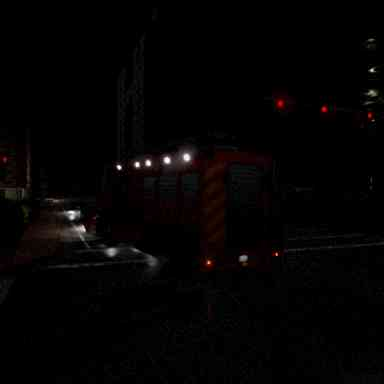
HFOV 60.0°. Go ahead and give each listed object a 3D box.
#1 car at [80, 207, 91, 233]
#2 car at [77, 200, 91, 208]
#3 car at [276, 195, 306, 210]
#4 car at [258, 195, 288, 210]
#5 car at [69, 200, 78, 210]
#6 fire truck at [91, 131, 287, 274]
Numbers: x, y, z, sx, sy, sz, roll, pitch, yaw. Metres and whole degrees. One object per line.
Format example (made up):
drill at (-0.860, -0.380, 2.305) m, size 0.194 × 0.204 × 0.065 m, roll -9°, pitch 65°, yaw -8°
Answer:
car at (-4.290, 1.618, 17.424) m, size 1.895 × 1.301 × 4.718 m, roll 0°, pitch -1°, yaw -31°
car at (-7.398, 1.497, 25.366) m, size 1.882 × 1.535 × 5.008 m, roll 0°, pitch 0°, yaw -23°
car at (13.305, 1.362, 44.848) m, size 1.905 × 1.878 × 3.866 m, roll 0°, pitch 0°, yaw -22°
car at (10.586, 1.345, 43.727) m, size 1.905 × 1.878 × 3.866 m, roll 0°, pitch 0°, yaw -22°
car at (-15.054, 1.657, 43.693) m, size 1.895 × 1.301 × 4.718 m, roll 0°, pitch 0°, yaw -22°
fire truck at (-0.824, 0.363, 11.921) m, size 2.891 × 3.827 × 8.468 m, roll 1°, pitch 0°, yaw -32°
